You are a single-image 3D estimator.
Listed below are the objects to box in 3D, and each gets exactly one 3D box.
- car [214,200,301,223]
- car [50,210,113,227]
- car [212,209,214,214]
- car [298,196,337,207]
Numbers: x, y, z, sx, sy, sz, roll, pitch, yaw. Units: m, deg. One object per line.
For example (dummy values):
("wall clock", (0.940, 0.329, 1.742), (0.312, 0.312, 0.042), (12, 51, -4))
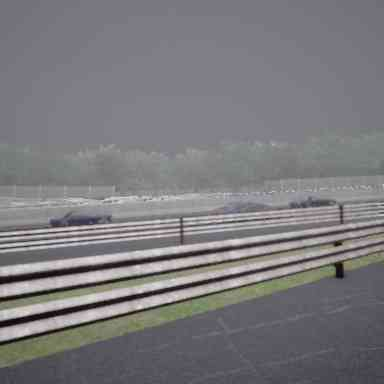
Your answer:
("car", (4.676, 1.554, 23.732), (5.357, 1.411, 2.033), (-3, 1, -20))
("car", (-8.668, 2.121, 26.309), (4.718, 1.301, 1.895), (-3, 1, -20))
("car", (4.318, 1.490, 27.328), (5.357, 1.411, 2.033), (-3, 1, -20))
("car", (12.426, 1.050, 34.017), (4.718, 1.301, 1.895), (-3, 1, -20))
